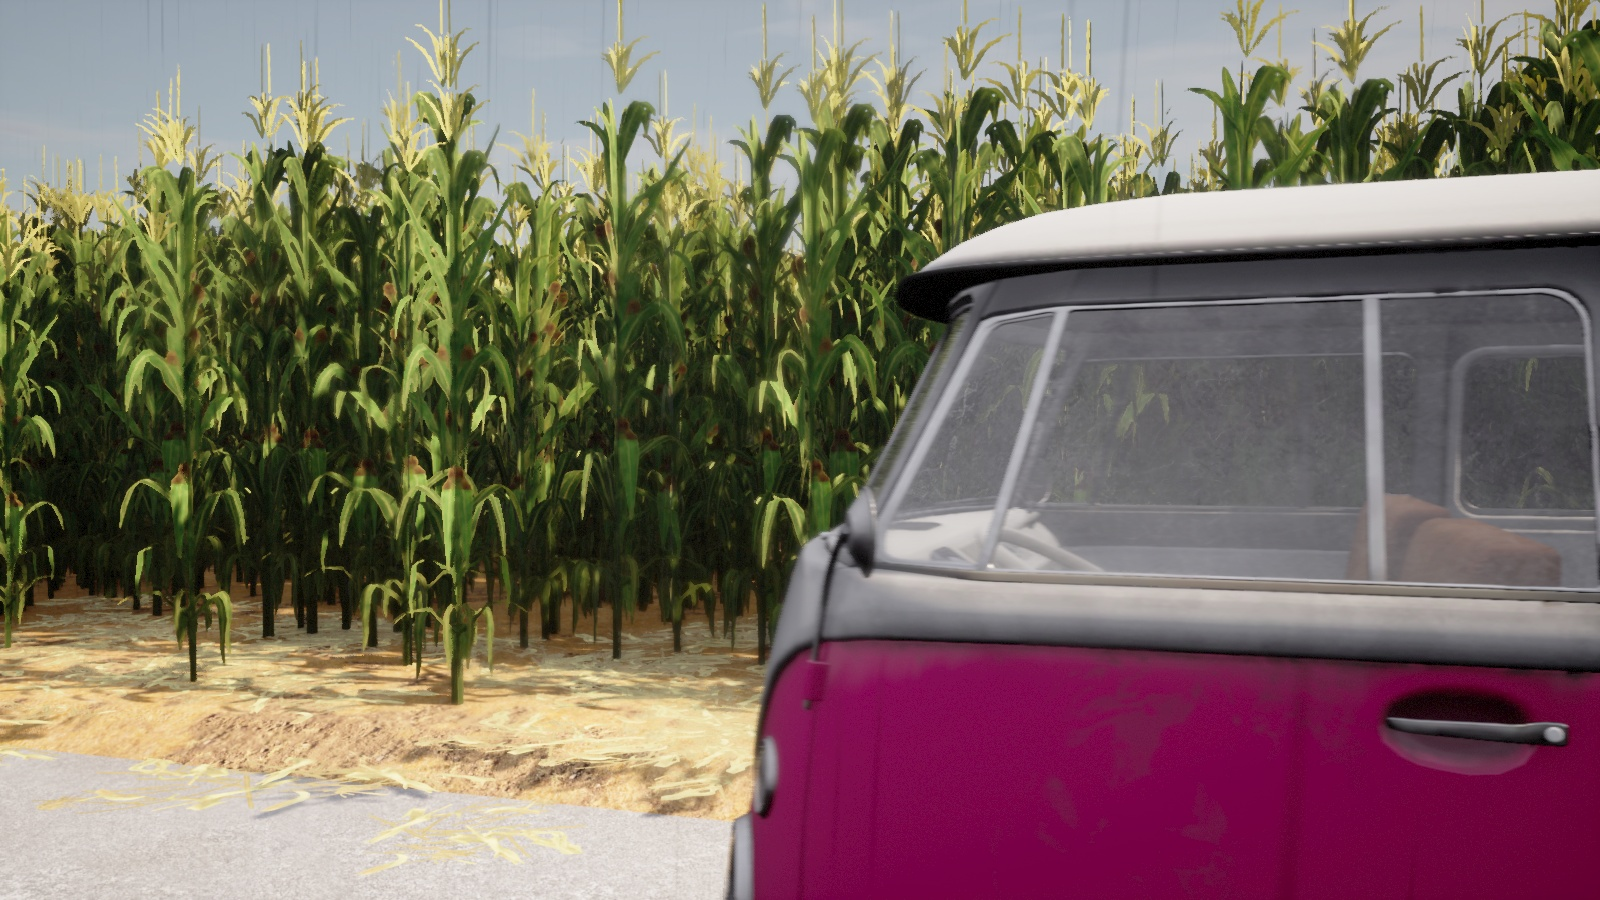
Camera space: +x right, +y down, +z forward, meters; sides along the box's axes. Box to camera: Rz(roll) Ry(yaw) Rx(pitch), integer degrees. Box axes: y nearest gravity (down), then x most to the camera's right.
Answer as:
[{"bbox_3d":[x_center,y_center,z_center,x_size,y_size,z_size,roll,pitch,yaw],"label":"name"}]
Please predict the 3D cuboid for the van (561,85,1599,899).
[{"bbox_3d":[2.016,0.553,2.089,4.442,1.987,1.775,1,1,19],"label":"van"}]
